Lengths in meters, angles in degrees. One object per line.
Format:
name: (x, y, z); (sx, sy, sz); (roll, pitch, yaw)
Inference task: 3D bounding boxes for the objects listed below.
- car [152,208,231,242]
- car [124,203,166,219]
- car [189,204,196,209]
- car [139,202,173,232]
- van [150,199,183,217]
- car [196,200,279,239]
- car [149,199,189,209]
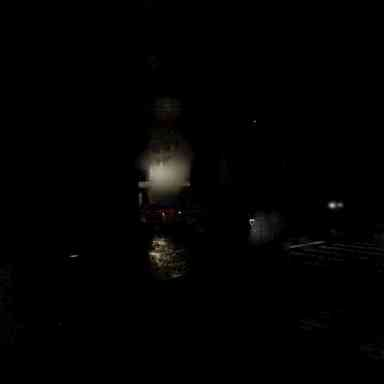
car: (-0.150, 1.778, 17.652); (1.802, 1.307, 4.206); (-1, 0, -36)
car: (-4.979, 1.914, 34.516); (2.033, 1.411, 5.357); (0, 0, -36)
car: (0.288, 1.804, 31.705); (1.752, 1.417, 4.829); (-1, 0, -36)
car: (-3.353, 1.706, 22.132); (1.967, 1.590, 4.097); (-1, 0, -36)
van: (-2.816, 1.689, 36.045); (1.690, 1.788, 3.998); (-1, 0, -36)
car: (2.580, 1.518, 18.394); (2.097, 1.767, 4.553); (0, 0, -35)
car: (-2.593, 1.630, 25.668); (2.097, 1.767, 4.553); (0, 0, -36)
